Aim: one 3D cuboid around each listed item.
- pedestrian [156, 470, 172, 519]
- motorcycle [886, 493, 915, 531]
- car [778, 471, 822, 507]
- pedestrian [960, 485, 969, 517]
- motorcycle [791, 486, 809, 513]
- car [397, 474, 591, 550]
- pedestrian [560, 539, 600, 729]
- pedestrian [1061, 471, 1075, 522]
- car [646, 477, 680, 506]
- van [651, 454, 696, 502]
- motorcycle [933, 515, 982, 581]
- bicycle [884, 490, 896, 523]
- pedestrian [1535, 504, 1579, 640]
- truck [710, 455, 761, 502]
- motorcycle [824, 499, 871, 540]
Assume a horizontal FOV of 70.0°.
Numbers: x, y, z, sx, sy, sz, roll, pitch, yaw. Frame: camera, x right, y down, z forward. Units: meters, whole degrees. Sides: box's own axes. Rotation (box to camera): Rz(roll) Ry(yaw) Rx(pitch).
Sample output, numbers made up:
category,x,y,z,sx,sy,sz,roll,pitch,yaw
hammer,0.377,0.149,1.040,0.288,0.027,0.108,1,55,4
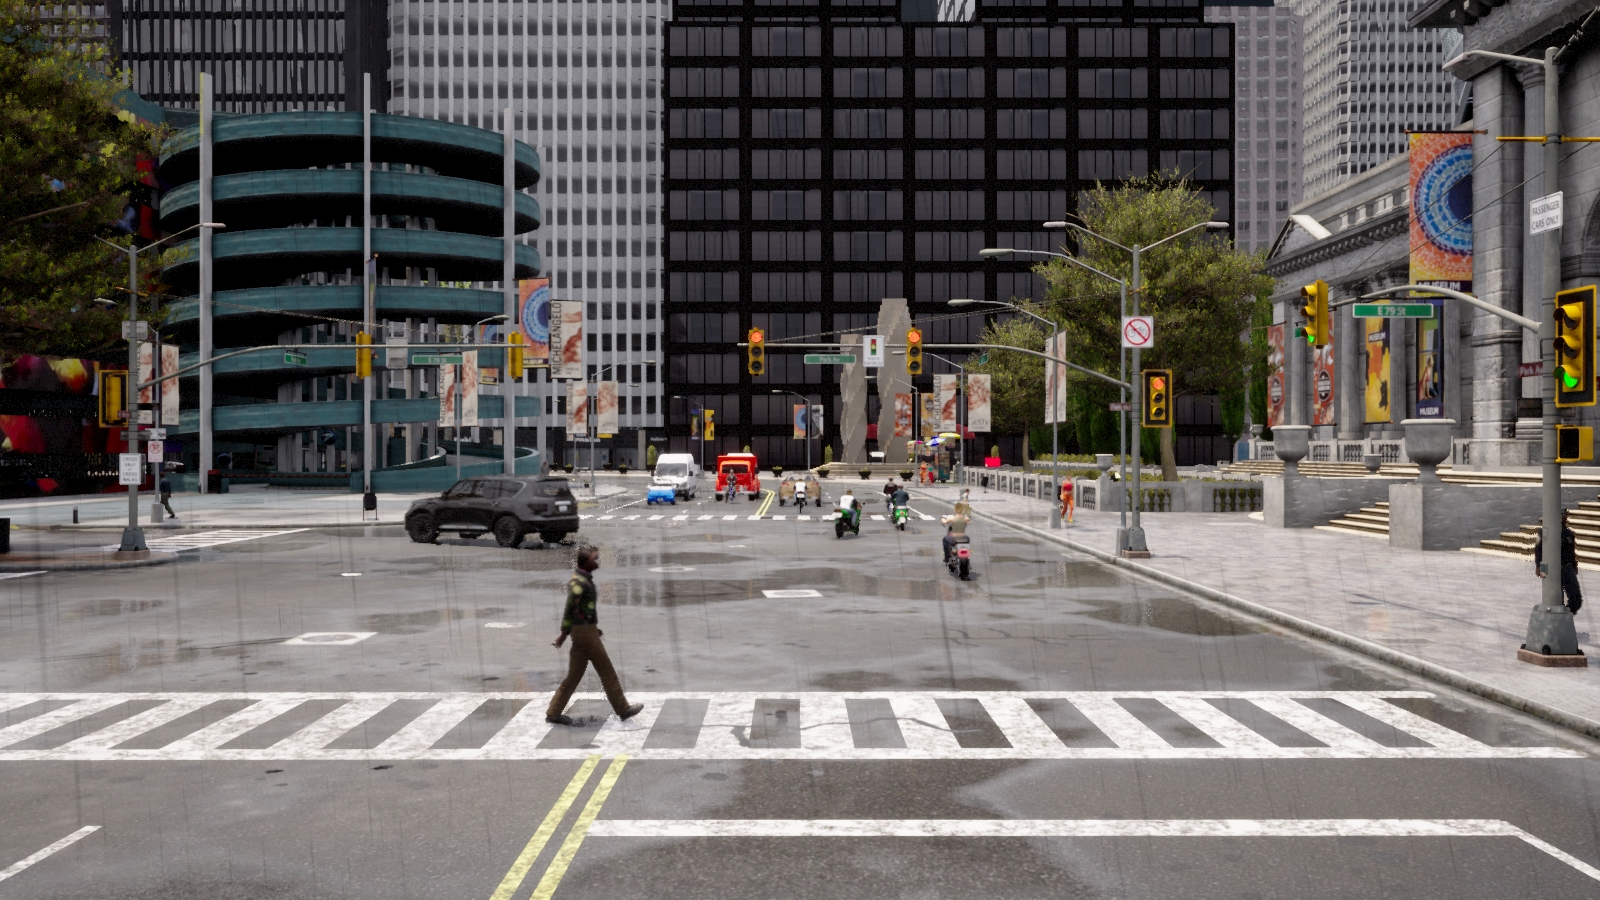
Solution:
category,x,y,z,sx,sy,sz,roll,pitch,yaw
pedestrian,-24.037,1.679,43.202,0.375,1.860,0.375,0,0,5
motorcycle,3.525,2.167,40.016,0.856,1.236,1.805,0,0,0
car,0.006,1.969,58.499,2.152,1.651,5.027,0,0,0
pedestrian,6.762,2.111,46.977,0.375,1.300,0.375,0,0,9
motorcycle,0.000,2.193,50.923,0.803,1.145,2.033,0,0,0
car,-9.108,1.766,33.881,5.566,2.045,2.150,0,-1,28
pedestrian,-2.220,1.843,11.548,0.375,1.860,0.375,0,0,-7
pedestrian,9.719,1.680,41.479,0.375,1.860,0.375,0,0,-13
car,-6.988,2.098,58.266,1.481,1.376,2.207,0,0,0
van,-7.042,1.510,64.165,1.988,2.561,5.915,0,0,-1
motorcycle,3.502,2.160,25.599,0.764,1.277,2.356,0,0,0
bicycle,3.501,2.193,44.507,0.329,1.171,1.835,0,0,0
pedestrian,10.585,1.690,15.988,0.375,1.860,0.375,0,0,4
truck,-3.541,1.543,64.074,2.627,2.467,5.204,0,0,-1
motorcycle,1.523,2.200,36.475,0.803,1.145,2.033,0,1,24
